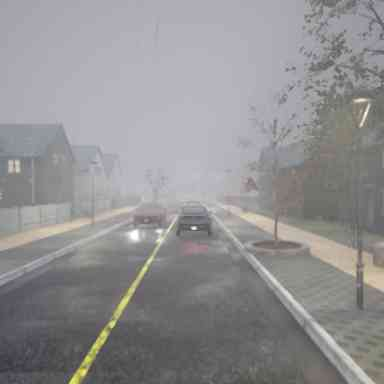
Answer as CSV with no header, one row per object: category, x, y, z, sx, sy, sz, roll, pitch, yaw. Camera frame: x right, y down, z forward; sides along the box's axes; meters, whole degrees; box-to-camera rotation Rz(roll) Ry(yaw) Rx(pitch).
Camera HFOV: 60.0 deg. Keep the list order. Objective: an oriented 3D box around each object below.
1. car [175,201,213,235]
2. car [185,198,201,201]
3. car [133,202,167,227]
car,0.096,1.499,18.567,1.837,1.490,4.892,0,0,0
car,0.091,1.464,42.867,1.882,1.535,5.008,0,0,0
car,-2.790,1.470,22.921,1.882,1.535,5.008,0,0,1
